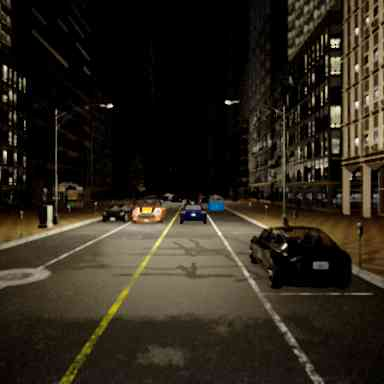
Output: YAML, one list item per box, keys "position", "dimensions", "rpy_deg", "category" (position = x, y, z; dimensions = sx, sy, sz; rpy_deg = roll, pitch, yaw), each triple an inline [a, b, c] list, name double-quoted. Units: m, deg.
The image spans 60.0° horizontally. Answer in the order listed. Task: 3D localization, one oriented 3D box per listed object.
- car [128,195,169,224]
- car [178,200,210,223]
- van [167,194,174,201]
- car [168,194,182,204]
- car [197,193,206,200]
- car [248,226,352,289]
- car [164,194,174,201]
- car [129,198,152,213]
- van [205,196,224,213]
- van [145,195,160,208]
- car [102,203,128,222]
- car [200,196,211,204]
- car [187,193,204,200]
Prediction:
- position: [-3.097, 1.359, 24.821]
  dimensions: [2.097, 1.767, 4.553]
  rpy_deg: [0, 0, 0]
  category: "car"
- position: [0.100, 1.572, 25.350]
  dimensions: [1.994, 1.385, 4.181]
  rpy_deg: [0, 0, 0]
  category: "car"
- position: [-5.689, 1.336, 88.377]
  dimensions: [1.690, 1.788, 3.998]
  rpy_deg: [0, 0, 0]
  category: "van"
- position: [-3.013, 1.363, 65.253]
  dimensions: [2.097, 1.767, 4.553]
  rpy_deg: [0, 0, 0]
  category: "car"
- position: [2.692, 1.305, 94.044]
  dimensions: [2.192, 1.841, 5.009]
  rpy_deg: [0, 0, 0]
  category: "car"
- position: [2.690, 1.569, 9.021]
  dimensions: [1.947, 1.339, 4.313]
  rpy_deg: [0, 0, 0]
  category: "car"
- position: [-5.689, 1.314, 82.709]
  dimensions: [2.192, 1.841, 5.009]
  rpy_deg: [0, 0, 0]
  category: "car"
- position: [-5.691, 1.449, 37.363]
  dimensions: [1.967, 1.590, 4.097]
  rpy_deg: [0, 0, 0]
  category: "car"
- position: [2.690, 1.350, 37.362]
  dimensions: [1.690, 1.788, 3.998]
  rpy_deg: [0, 0, 0]
  category: "van"
- position: [-5.690, 1.350, 48.700]
  dimensions: [1.690, 1.788, 3.998]
  rpy_deg: [0, 0, 0]
  category: "van"
- position: [-5.691, 1.574, 26.026]
  dimensions: [1.947, 1.339, 4.313]
  rpy_deg: [0, 0, 0]
  category: "car"
- position: [2.691, 1.573, 65.704]
  dimensions: [1.947, 1.339, 4.313]
  rpy_deg: [0, 0, 0]
  category: "car"
- position: [0.101, 1.362, 42.087]
  dimensions: [2.097, 1.767, 4.553]
  rpy_deg: [0, 0, 0]
  category: "car"
